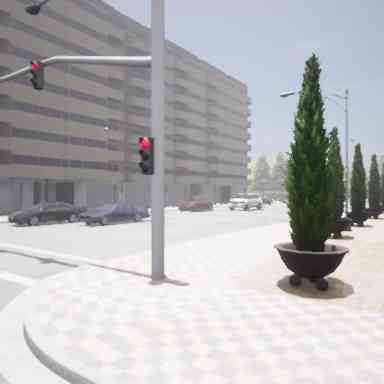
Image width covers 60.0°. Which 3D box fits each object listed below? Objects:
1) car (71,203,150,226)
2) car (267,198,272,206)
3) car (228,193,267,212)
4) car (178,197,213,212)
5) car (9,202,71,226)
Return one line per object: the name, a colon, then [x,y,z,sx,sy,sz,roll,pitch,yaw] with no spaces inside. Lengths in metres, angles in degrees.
car: [-5.327,1.494,23.257,2.033,1.411,5.357,0,0,36]
car: [10.492,1.462,50.716,1.895,1.301,4.718,0,0,36]
car: [6.359,1.168,39.286,2.150,2.045,5.566,0,0,36]
car: [0.454,1.301,37.150,2.097,1.767,4.553,0,0,36]
car: [-9.911,1.451,22.838,1.837,1.490,4.892,0,0,35]
